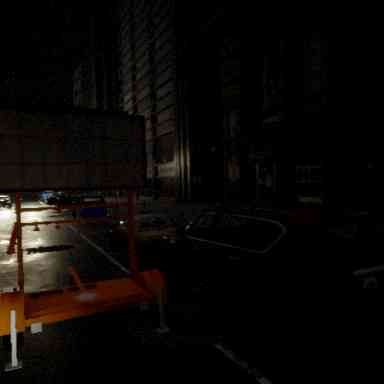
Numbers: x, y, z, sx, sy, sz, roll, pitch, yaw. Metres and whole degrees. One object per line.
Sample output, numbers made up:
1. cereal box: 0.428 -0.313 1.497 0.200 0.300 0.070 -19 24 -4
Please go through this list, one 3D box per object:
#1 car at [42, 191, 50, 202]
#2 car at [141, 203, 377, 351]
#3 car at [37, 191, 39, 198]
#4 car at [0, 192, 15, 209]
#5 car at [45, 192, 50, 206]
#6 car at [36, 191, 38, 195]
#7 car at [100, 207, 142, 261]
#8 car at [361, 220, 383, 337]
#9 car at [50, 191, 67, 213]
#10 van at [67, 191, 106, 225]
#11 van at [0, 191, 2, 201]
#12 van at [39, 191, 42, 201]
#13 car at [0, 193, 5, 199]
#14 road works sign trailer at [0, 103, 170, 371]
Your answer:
1. car: -19.239 0.854 46.070 1.967 1.590 4.097 -2 2 -27
2. car: 1.015 1.123 6.029 2.192 1.841 5.009 -2 2 -27
3. car: -26.832 0.814 61.088 1.887 1.381 4.507 -2 2 -27
4. car: -21.725 1.172 38.124 2.128 1.511 4.902 -2 1 -26
5. car: -16.704 1.007 41.068 1.887 1.381 4.507 -2 2 -27
6. car: -29.364 0.787 66.093 1.947 1.339 4.313 -2 2 -27
7. car: -1.588 1.282 11.191 1.752 1.417 4.829 -2 2 -27
8. car: 3.548 1.173 1.024 2.192 1.841 5.009 -2 2 -27
9. car: -11.646 0.876 31.053 2.192 1.841 5.009 -2 2 -27
10. van: -6.580 1.000 21.044 1.690 1.788 3.998 -2 2 -27
11. van: -39.502 0.827 67.242 1.690 1.788 3.998 -2 2 -27
12. van: -24.306 0.659 56.078 1.690 1.788 3.998 -2 2 -27
13. car: -44.485 0.921 77.104 1.752 1.417 4.829 -2 2 -27
14. road works sign trailer: -2.002 0.364 5.807 2.380 3.560 2.880 -2 2 -27
